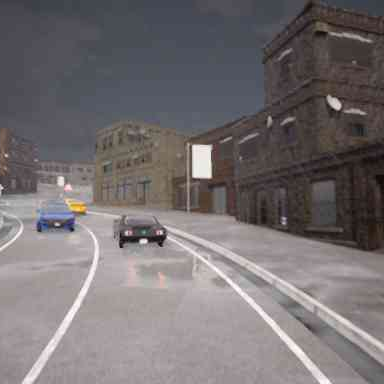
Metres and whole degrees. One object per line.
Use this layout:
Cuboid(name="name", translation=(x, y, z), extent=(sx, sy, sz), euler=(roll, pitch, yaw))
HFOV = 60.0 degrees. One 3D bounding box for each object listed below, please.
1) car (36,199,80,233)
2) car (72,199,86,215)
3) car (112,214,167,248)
Cuboid(name="car", translation=(-7.956, 1.398, 19.423), extent=(1.882, 1.535, 5.008), euler=(2, 0, -24))
Cuboid(name="car", translation=(-11.806, 1.390, 32.198), extent=(1.882, 1.535, 5.008), euler=(3, -1, -36))
Cuboid(name="car", translation=(-2.528, 1.613, 14.987), extent=(1.895, 1.301, 4.718), euler=(1, 0, -17))
